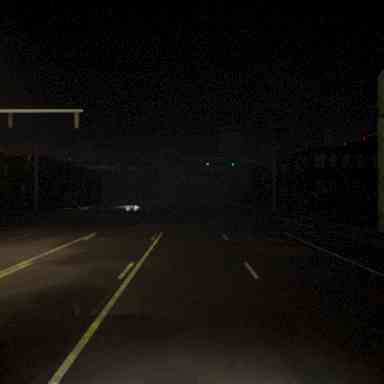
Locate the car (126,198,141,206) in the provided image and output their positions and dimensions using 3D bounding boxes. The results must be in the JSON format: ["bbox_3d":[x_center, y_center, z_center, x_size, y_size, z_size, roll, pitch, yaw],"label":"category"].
[{"bbox_3d":[-10.729,1.833,61.050,1.895,1.301,4.718,0,0,0],"label":"car"}]
